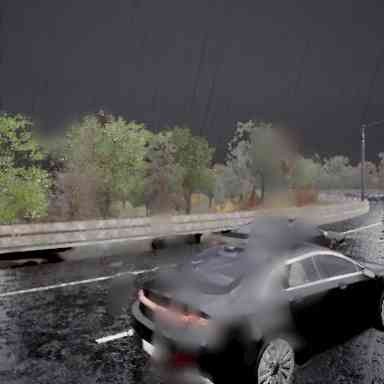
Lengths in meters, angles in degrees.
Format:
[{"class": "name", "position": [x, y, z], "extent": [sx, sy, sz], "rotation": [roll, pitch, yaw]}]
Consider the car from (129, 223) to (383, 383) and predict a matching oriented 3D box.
[{"class": "car", "position": [1.451, 1.498, 5.128], "extent": [4.902, 1.511, 2.128], "rotation": [0, 0, -38]}]

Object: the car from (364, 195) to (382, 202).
[{"class": "car", "position": [38.005, 1.389, 71.007], "extent": [1.837, 1.490, 4.892], "rotation": [0, 0, 9]}]

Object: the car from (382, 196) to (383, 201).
[{"class": "car", "position": [41.441, 1.356, 70.338], "extent": [1.882, 1.535, 5.008], "rotation": [0, 0, 9]}]

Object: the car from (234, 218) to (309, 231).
[{"class": "car", "position": [2.946, 1.560, 10.793], "extent": [5.357, 1.411, 2.033], "rotation": [0, 0, -40]}]
